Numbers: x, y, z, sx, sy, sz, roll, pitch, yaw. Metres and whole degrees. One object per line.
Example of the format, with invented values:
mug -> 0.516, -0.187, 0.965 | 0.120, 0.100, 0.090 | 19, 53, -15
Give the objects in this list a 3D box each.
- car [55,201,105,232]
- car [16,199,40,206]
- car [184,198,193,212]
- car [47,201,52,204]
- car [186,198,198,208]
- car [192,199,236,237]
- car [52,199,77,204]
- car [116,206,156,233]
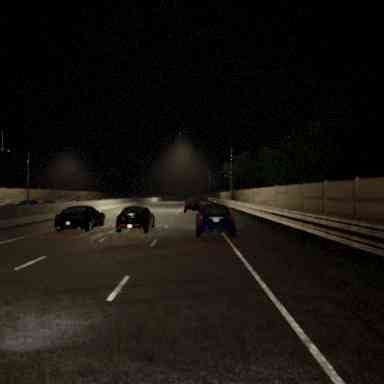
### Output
car -> -6.895, 1.599, 20.959 | 1.882, 1.535, 5.008 | 0, 0, 0
car -> -24.549, 1.855, 50.071 | 1.812, 1.442, 4.674 | 0, 0, 0
car -> 0.071, 1.625, 43.163 | 2.097, 1.767, 4.553 | 0, 0, 0
car -> -21.043, 1.838, 52.263 | 2.128, 1.511, 4.902 | 0, 0, 0
car -> 0.013, 1.846, 55.005 | 1.882, 1.535, 5.008 | 0, 0, 0
car -> 1.229, 1.459, 18.983 | 2.097, 1.767, 4.553 | 0, 0, 0
car -> -17.567, 1.799, 47.433 | 2.128, 1.511, 4.902 | 0, 0, 0
car -> -3.395, 1.623, 20.575 | 1.837, 1.490, 4.892 | 0, 0, 0
